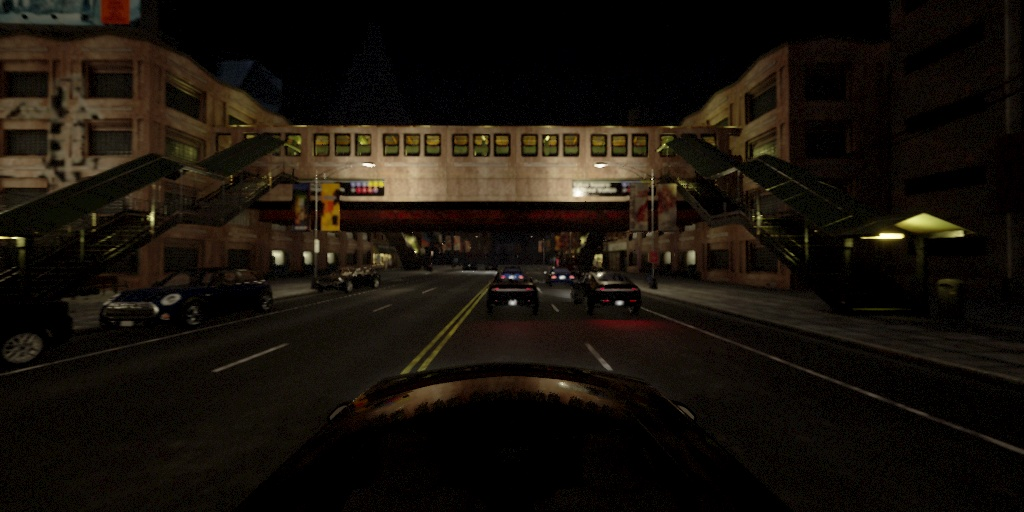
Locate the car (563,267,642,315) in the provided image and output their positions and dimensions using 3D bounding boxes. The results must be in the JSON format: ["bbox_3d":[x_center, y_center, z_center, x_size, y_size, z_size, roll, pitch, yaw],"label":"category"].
[{"bbox_3d":[3.542,1.347,14.160,2.128,1.511,4.902,0,-1,1],"label":"car"}]

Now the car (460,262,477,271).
[{"bbox_3d":[-6.945,1.810,59.842,1.994,1.385,4.181,0,0,0],"label":"car"}]

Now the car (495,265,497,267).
[{"bbox_3d":[0.033,1.515,27.095,2.033,1.411,5.357,0,0,1],"label":"car"}]

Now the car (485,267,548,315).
[{"bbox_3d":[0.042,1.347,14.153,2.128,1.511,4.902,0,-1,1],"label":"car"}]

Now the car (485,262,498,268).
[{"bbox_3d":[-3.445,1.738,59.951,2.128,1.511,4.902,0,0,0],"label":"car"}]

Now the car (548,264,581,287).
[{"bbox_3d":[3.533,1.515,27.087,2.033,1.411,5.357,0,0,1],"label":"car"}]
